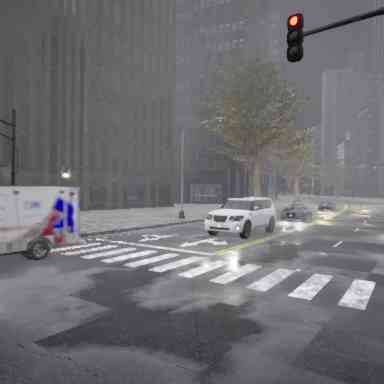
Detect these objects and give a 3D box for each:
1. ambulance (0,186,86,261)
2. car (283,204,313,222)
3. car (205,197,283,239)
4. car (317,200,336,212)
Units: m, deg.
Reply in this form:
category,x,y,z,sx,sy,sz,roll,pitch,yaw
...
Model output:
category,x,y,z,sx,sy,sz,roll,pitch,yaw
ambulance,-6.624,1.038,10.323,2.351,2.431,6.366,1,1,35
car,8.899,1.726,28.223,1.994,1.385,4.181,1,0,31
car,2.889,1.311,18.534,2.150,2.045,5.566,1,0,35
car,17.812,1.821,43.729,2.033,1.411,5.357,1,0,29
